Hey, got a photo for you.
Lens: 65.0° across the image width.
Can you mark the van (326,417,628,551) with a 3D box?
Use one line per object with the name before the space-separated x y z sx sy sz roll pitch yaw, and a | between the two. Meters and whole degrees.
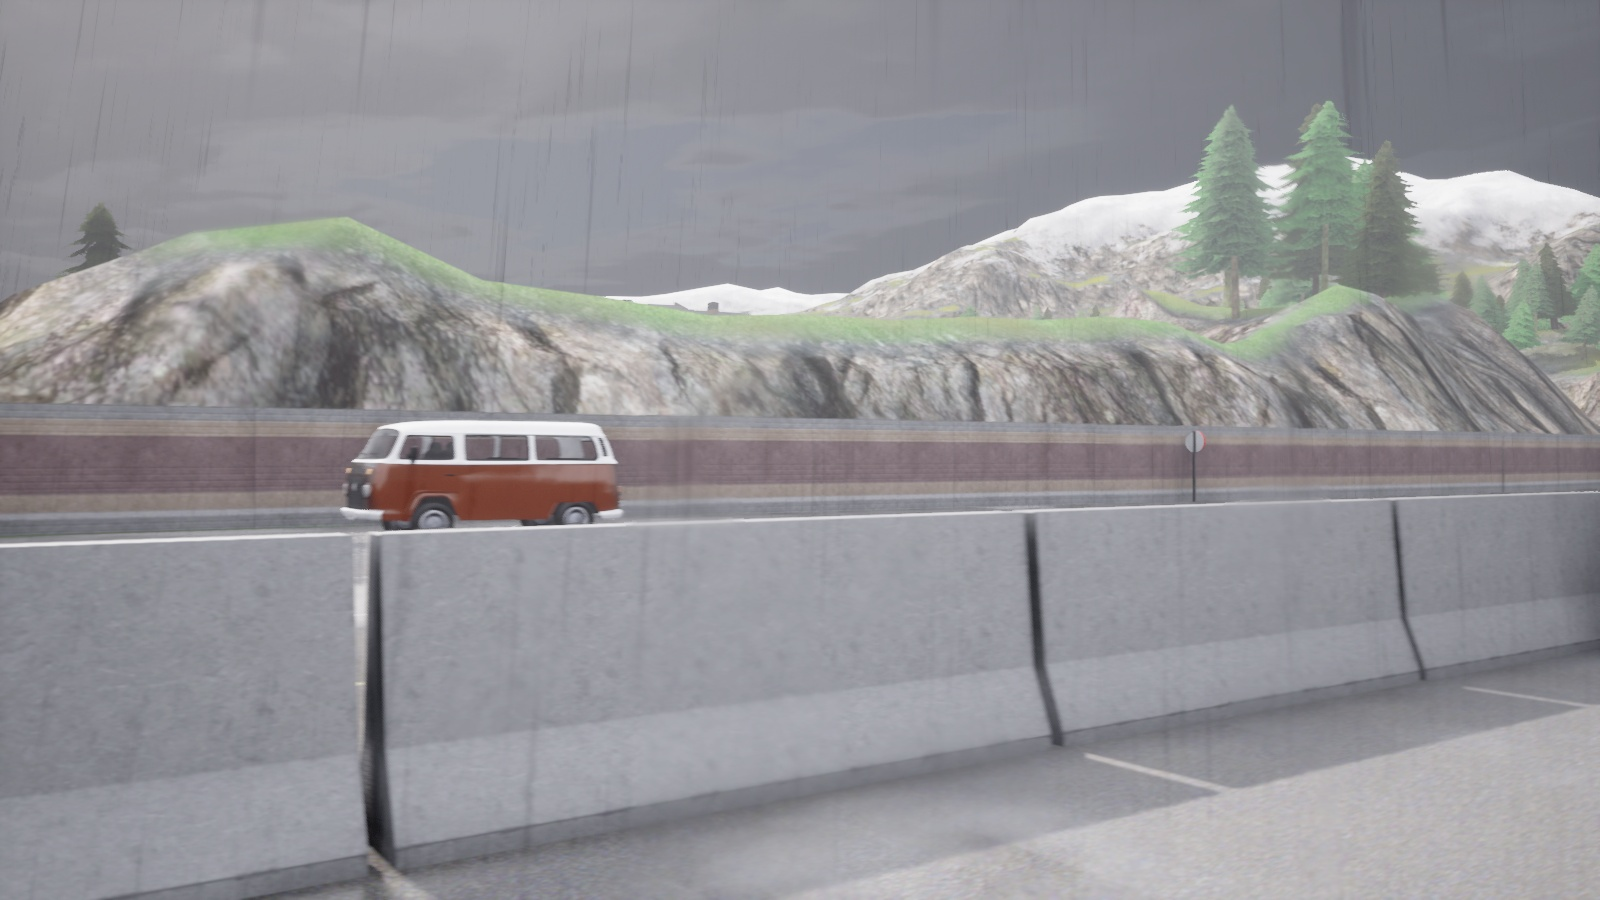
van | -5.407 0.535 21.217 4.480 2.038 2.069 1 0 -35
